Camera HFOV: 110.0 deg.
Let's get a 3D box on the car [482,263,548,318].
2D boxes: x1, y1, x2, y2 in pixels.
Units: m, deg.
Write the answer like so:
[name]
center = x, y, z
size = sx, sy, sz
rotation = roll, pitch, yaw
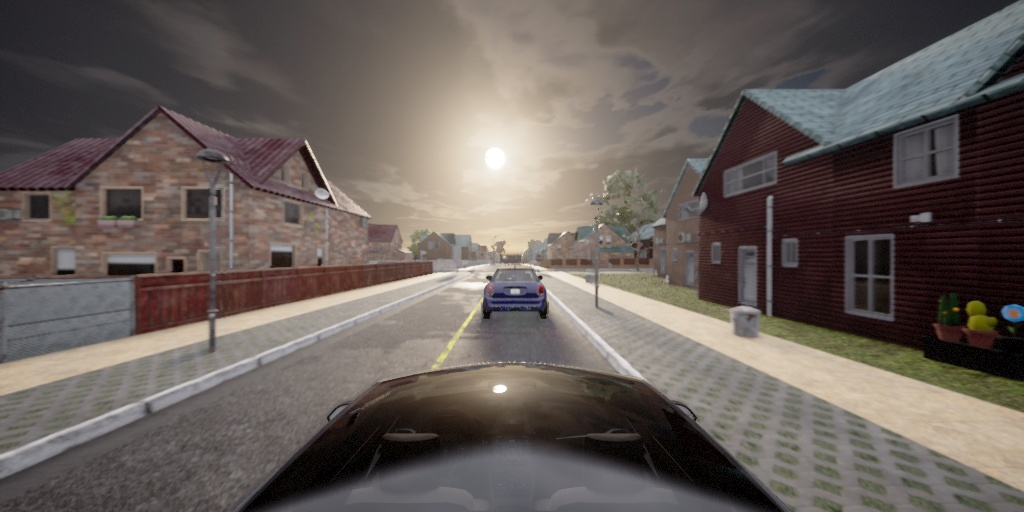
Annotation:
[car]
center = 0.100, 1.124, 13.271
size = 2.097, 1.767, 4.553
rotation = 0, 0, 0
